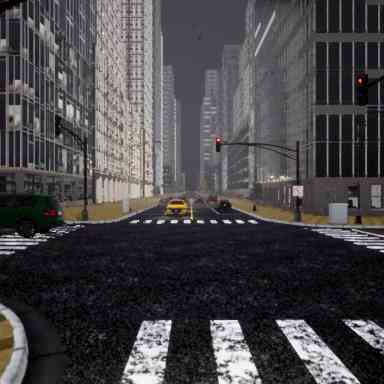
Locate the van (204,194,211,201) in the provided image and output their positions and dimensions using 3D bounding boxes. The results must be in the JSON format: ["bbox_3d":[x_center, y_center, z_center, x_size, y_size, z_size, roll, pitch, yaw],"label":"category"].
[{"bbox_3d":[3.743,1.320,80.515,1.690,1.788,3.998,0,0,0],"label":"van"}]

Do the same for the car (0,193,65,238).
[{"bbox_3d":[-9.171,1.077,16.265,5.566,2.045,2.150,1,0,-3],"label":"car"}]

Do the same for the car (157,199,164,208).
[{"bbox_3d":[-4.009,1.592,47.319,1.802,1.307,4.206,0,0,0],"label":"car"}]

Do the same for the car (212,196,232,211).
[{"bbox_3d":[3.942,1.579,41.823,1.947,1.339,4.313,0,0,0],"label":"car"}]

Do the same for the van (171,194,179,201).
[{"bbox_3d":[-4.137,1.320,80.484,1.690,1.788,3.998,0,0,0],"label":"van"}]

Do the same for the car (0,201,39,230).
[{"bbox_3d":[-11.813,1.308,19.391,4.892,1.490,1.837,1,0,-3],"label":"car"}]

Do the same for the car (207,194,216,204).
[{"bbox_3d":[3.807,1.312,63.931,2.192,1.841,5.009,0,0,0],"label":"car"}]

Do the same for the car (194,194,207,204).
[{"bbox_3d":[1.342,1.545,64.013,2.033,1.411,5.357,0,0,0],"label":"car"}]

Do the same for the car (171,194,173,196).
[{"bbox_3d":[-4.073,1.563,63.901,1.947,1.339,4.313,0,0,0],"label":"car"}]

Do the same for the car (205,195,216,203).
[{"bbox_3d":[3.786,1.432,69.460,1.967,1.590,4.097,0,0,0],"label":"car"}]

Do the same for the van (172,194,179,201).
[{"bbox_3d":[-4.158,1.314,86.012,1.690,1.788,3.998,0,0,0],"label":"van"}]

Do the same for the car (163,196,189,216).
[{"bbox_3d":[-1.487,1.494,33.325,1.882,1.535,5.008,0,0,0],"label":"car"}]

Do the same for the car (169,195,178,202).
[{"bbox_3d":[-4.116,1.426,74.957,1.967,1.590,4.097,0,0,0],"label":"car"}]

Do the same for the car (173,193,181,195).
[{"bbox_3d":[-1.555,1.359,53.395,2.097,1.767,4.553,0,0,0],"label":"car"}]
